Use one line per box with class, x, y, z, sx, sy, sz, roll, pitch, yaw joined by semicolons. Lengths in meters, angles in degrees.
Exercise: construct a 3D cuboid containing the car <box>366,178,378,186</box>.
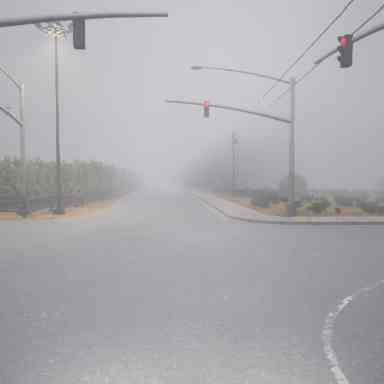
car;42.117;-2.271;77.574;1.905;1.878;3.866;10;10;41
